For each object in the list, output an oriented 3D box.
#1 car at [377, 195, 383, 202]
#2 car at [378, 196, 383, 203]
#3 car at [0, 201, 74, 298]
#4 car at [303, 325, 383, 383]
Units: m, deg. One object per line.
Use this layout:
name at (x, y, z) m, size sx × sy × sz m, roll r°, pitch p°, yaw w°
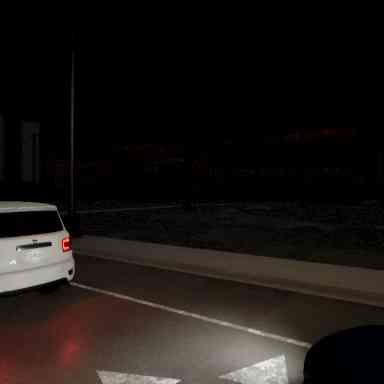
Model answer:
car at (39.923, 1.369, 67.954) m, size 1.853 × 1.218 × 4.536 m, roll 1°, pitch 1°, yaw 6°
car at (39.916, 1.527, 67.905) m, size 2.038 × 1.542 × 4.974 m, roll 1°, pitch 1°, yaw 6°
car at (-5.028, 1.220, 7.571) m, size 5.566 × 2.045 × 2.150 m, roll 0°, pitch 0°, yaw 35°
car at (3.010, 1.516, 1.840) m, size 4.674 × 1.442 × 1.812 m, roll 0°, pitch 0°, yaw 35°
